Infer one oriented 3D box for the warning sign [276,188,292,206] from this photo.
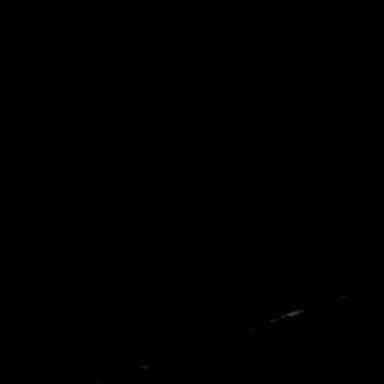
[{"bbox_3d":[10.078,0.545,36.440,1.300,1.860,1.060,-2,1,-36],"label":"warning sign"}]
